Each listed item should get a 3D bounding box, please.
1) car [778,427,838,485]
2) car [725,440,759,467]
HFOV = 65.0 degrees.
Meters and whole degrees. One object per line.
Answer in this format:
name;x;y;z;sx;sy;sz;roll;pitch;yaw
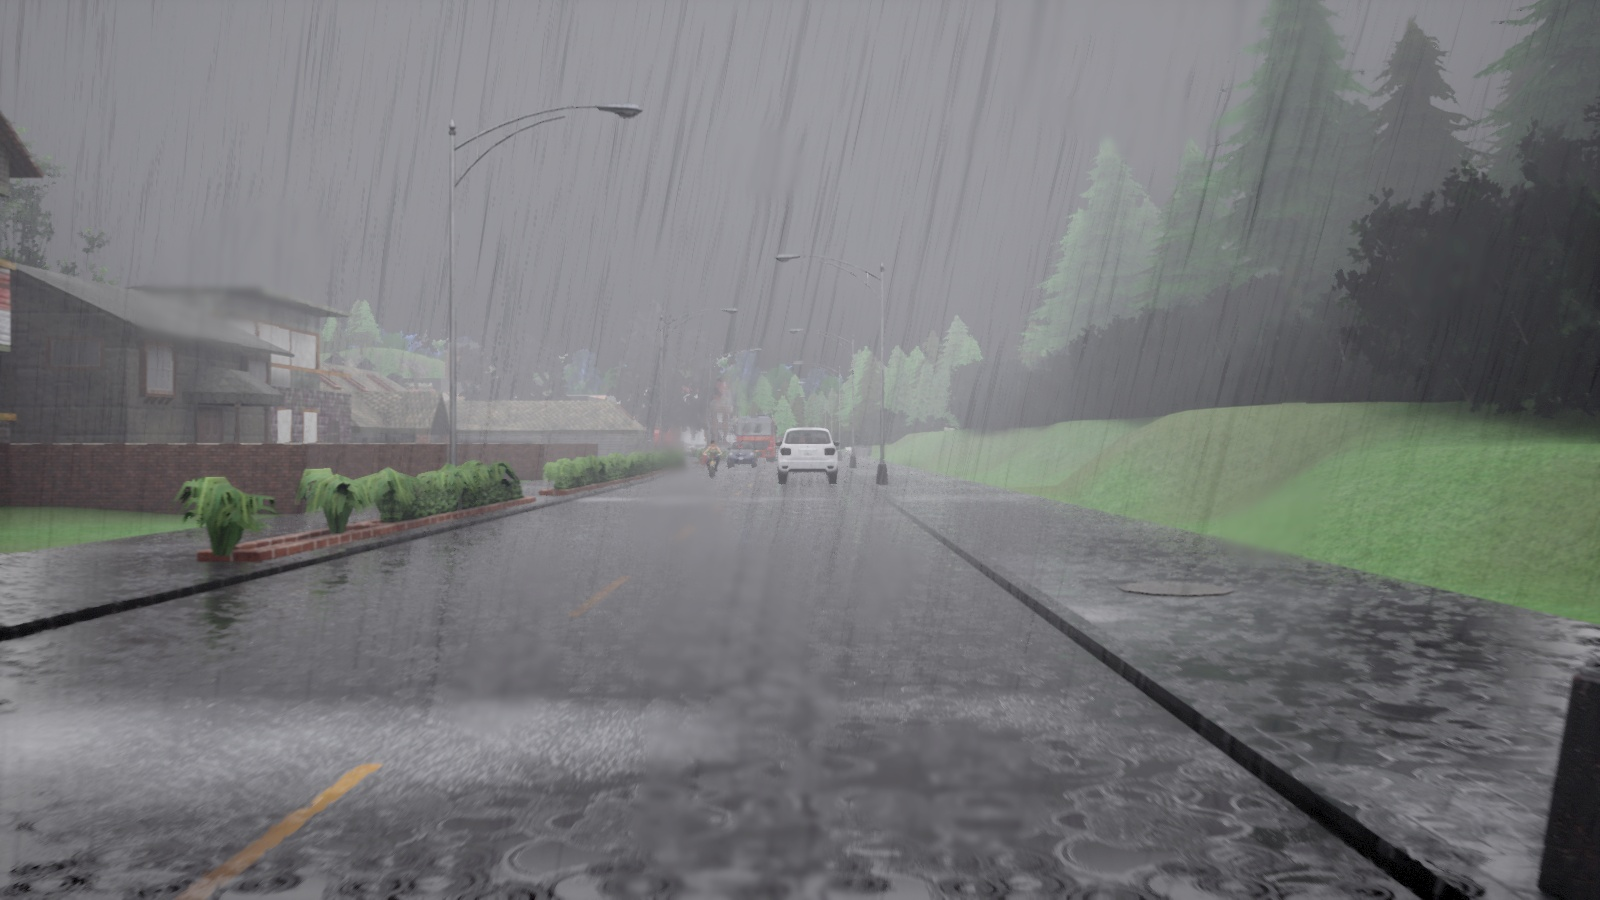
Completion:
car;0.292;0.197;47.585;2.150;2.045;5.566;0;0;0
car;-3.543;0.206;77.305;1.851;1.617;3.988;0;0;0
